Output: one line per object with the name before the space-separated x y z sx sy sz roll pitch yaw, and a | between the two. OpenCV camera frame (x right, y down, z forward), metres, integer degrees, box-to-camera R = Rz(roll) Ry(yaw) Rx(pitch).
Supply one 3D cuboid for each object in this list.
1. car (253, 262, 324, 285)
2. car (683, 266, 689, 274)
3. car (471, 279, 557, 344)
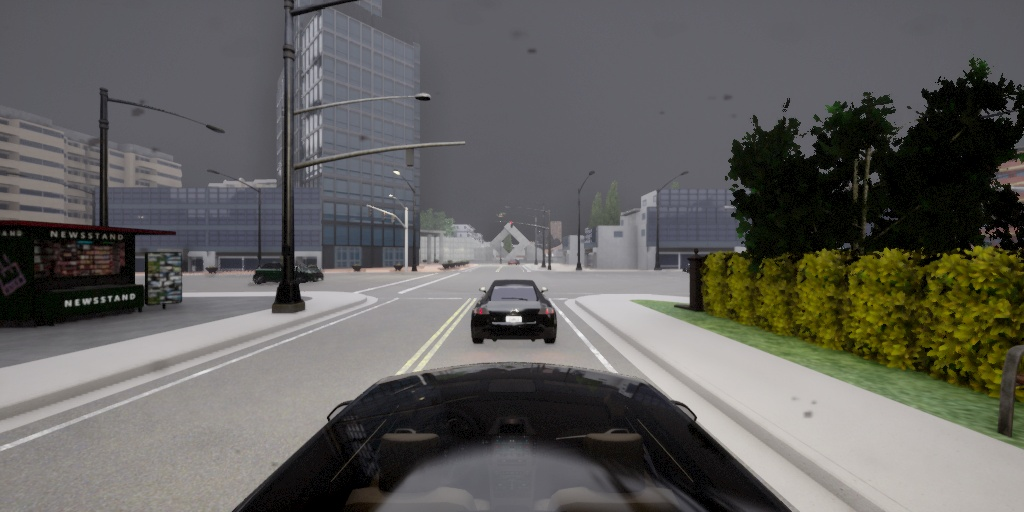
car | -16.860 1.213 27.219 4.553 1.767 2.097 -1 0 -1
car | 20.590 1.263 38.373 4.181 1.385 1.994 0 0 -1
car | 0.045 1.314 9.637 1.994 1.385 4.181 0 0 0
